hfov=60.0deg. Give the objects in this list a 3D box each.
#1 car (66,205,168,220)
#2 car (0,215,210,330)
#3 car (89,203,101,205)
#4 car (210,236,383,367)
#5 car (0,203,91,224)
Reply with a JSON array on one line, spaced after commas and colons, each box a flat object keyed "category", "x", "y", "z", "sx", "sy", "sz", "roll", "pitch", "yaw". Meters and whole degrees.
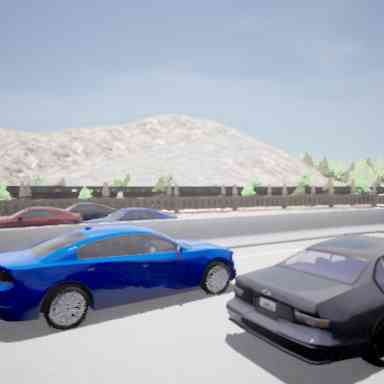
[{"category": "car", "x": -2.749, "y": 1.426, "z": 14.459, "sx": 4.674, "sy": 1.442, "sz": 1.812, "roll": -1, "pitch": 0, "yaw": -31}, {"category": "car", "x": -1.313, "y": 1.430, "z": 6.878, "sx": 5.008, "sy": 1.535, "sz": 1.882, "roll": -1, "pitch": 0, "yaw": -34}, {"category": "car", "x": -6.755, "y": 1.399, "z": 20.209, "sx": 4.674, "sy": 1.442, "sz": 1.812, "roll": -1, "pitch": 0, "yaw": -31}, {"category": "car", "x": 3.135, "y": 1.489, "z": 5.625, "sx": 5.357, "sy": 1.411, "sz": 2.033, "roll": -1, "pitch": 0, "yaw": -31}, {"category": "car", "x": -7.492, "y": 1.438, "z": 15.613, "sx": 4.674, "sy": 1.442, "sz": 1.812, "roll": -1, "pitch": 0, "yaw": -32}]
